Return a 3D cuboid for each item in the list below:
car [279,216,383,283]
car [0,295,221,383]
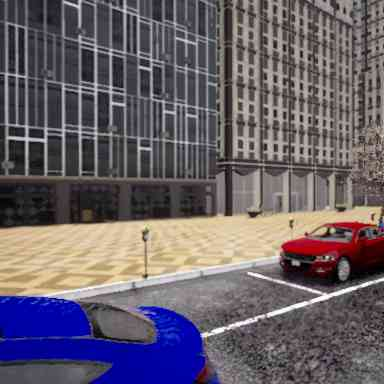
[{"bbox_3d":[4.464,1.564,9.745,4.507,1.381,1.887,0,0,-35],"label":"car"},{"bbox_3d":[-1.917,1.525,1.994,4.674,1.442,1.812,0,0,-35],"label":"car"}]
